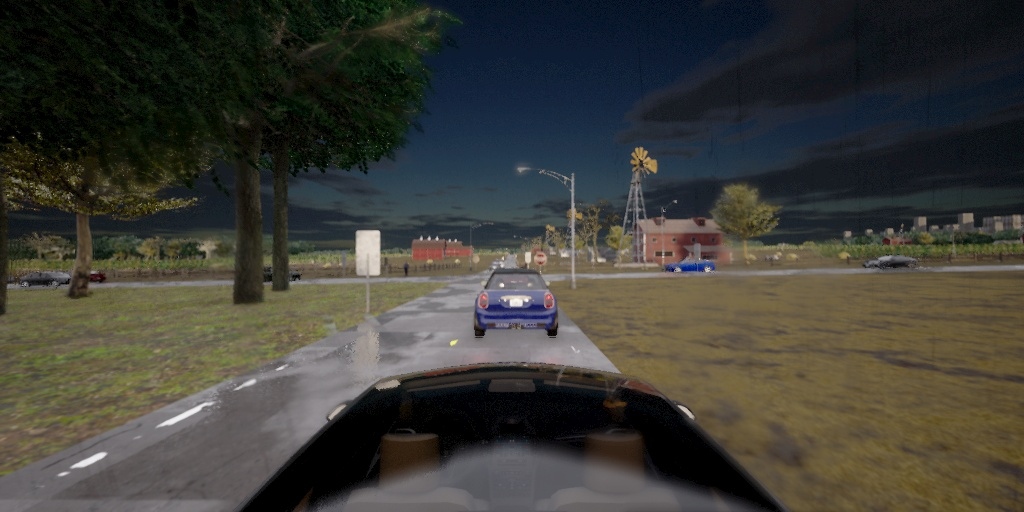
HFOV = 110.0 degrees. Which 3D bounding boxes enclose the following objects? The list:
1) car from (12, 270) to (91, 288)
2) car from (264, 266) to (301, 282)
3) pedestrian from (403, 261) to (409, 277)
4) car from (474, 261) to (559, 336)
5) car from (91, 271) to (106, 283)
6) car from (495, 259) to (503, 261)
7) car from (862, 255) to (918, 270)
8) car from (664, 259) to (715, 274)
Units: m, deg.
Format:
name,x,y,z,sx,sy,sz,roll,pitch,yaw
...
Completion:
name,x,y,z,sx,sy,sz,roll,pitch,yaw
car,-45.250,2.287,35.278,4.892,1.490,1.837,-2,1,1
car,-23.250,1.740,35.102,4.553,1.767,2.097,-1,1,0
pedestrian,-12.114,1.434,41.006,0.375,1.860,0.375,0,2,0
car,0.103,1.142,10.646,2.097,1.767,4.553,0,0,0
car,-46.341,2.245,38.138,5.008,1.535,1.882,-1,1,1
car,-2.767,1.668,58.130,2.128,1.511,4.902,0,-1,0
car,39.677,0.643,37.636,4.674,1.442,1.812,-1,1,1
car,18.674,1.027,37.785,5.008,1.535,1.882,-1,1,0
